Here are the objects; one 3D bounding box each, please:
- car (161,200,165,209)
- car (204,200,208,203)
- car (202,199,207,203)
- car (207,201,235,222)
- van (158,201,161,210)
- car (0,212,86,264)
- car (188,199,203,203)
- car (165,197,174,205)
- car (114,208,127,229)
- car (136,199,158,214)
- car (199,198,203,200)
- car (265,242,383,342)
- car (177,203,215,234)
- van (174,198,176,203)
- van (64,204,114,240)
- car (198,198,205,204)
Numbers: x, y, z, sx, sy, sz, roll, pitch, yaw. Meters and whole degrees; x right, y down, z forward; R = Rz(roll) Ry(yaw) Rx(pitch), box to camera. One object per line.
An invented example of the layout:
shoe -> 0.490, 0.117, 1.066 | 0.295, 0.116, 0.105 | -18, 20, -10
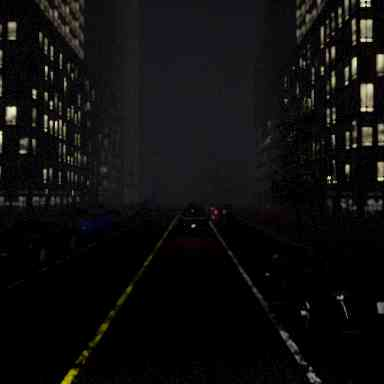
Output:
car -> -5.725, 2.089, 52.151 | 1.947, 1.339, 4.313 | 0, -1, 0
car -> 2.664, 1.993, 40.758 | 1.802, 1.307, 4.206 | 0, -1, 0
car -> 2.660, 1.994, 46.621 | 1.752, 1.417, 4.829 | 0, -1, 0
car -> 2.673, 1.739, 29.376 | 1.967, 1.590, 4.097 | 0, -1, 0
van -> -5.719, 1.809, 46.462 | 1.690, 1.788, 3.998 | 0, -1, 0
car -> -5.696, 1.673, 12.308 | 1.887, 1.381, 4.507 | 0, -1, 0
car -> 0.058, 1.920, 38.986 | 1.812, 1.442, 4.674 | 0, -1, 0
car -> -5.741, 2.267, 74.748 | 1.752, 1.417, 4.829 | 0, -1, 0
car -> -5.704, 1.825, 23.692 | 1.802, 1.307, 4.206 | 0, -1, 0
car -> -5.716, 1.852, 40.768 | 1.967, 1.590, 4.097 | 0, -1, 0
car -> 2.640, 2.183, 74.910 | 1.967, 1.590, 4.097 | 0, -1, 0
car -> 2.689, 1.635, 6.609 | 1.947, 1.339, 4.313 | 0, -1, 0
car -> 0.085, 1.706, 20.934 | 2.128, 1.511, 4.902 | 0, -1, 0
van -> -5.748, 2.194, 86.304 | 1.690, 1.788, 3.998 | 0, -1, 0
van -> -5.699, 1.527, 18.002 | 1.690, 1.788, 3.998 | 0, -1, 0
car -> 2.627, 2.457, 91.984 | 2.008, 1.369, 4.403 | 0, -1, 0
